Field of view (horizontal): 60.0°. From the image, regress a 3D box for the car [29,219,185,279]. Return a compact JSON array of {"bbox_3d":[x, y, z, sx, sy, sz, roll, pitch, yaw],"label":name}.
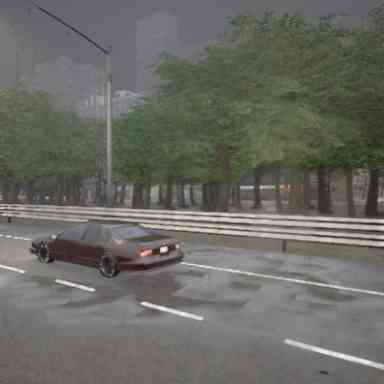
[{"bbox_3d":[-2.779,1.560,10.154,5.357,1.411,2.033,0,0,36],"label":"car"}]
